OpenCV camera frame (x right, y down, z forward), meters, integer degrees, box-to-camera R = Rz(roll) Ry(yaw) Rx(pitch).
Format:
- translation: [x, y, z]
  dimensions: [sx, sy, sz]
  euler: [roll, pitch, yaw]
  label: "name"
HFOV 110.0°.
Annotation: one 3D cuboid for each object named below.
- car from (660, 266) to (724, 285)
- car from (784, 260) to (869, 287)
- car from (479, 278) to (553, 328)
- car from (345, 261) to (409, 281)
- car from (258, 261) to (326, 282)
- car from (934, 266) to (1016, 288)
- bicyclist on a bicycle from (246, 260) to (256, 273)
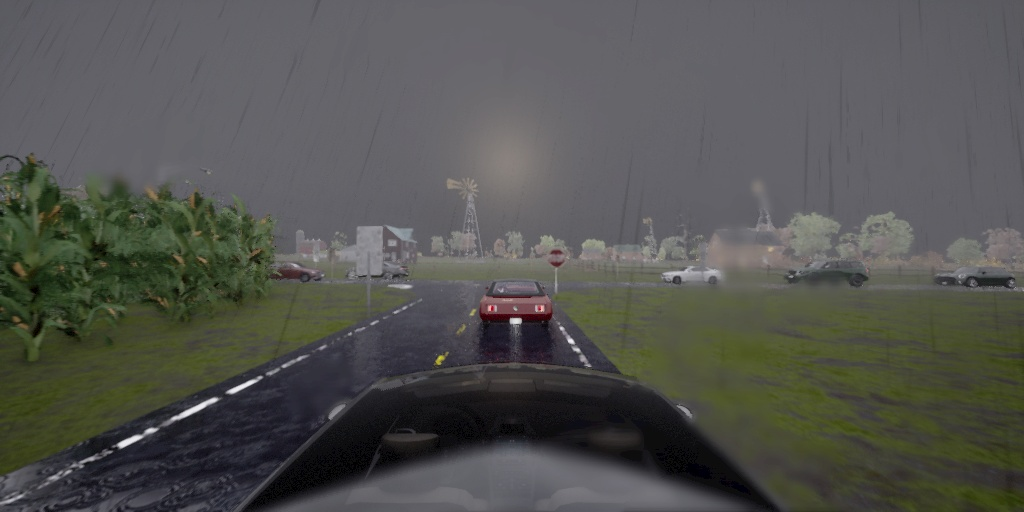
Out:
- translation: [14.203, 1.496, 28.348]
  dimensions: [4.674, 1.442, 1.812]
  euler: [1, -1, 0]
  label: "car"
- translation: [24.867, 1.325, 28.409]
  dimensions: [5.566, 2.045, 2.150]
  euler: [1, -1, -1]
  label: "car"
- translation: [0.101, 1.352, 11.274]
  dimensions: [1.895, 1.301, 4.718]
  euler: [0, 0, 0]
  label: "car"
- translation: [-10.511, 1.150, 27.963]
  dimensions: [4.902, 1.511, 2.128]
  euler: [1, -1, 8]
  label: "car"
- translation: [-15.661, 1.075, 25.258]
  dimensions: [4.674, 1.442, 1.812]
  euler: [1, -1, 0]
  label: "car"
- translation: [36.595, 1.600, 28.444]
  dimensions: [4.553, 1.767, 2.097]
  euler: [1, -1, 0]
  label: "car"
- translation: [-22.690, 0.990, 31.193]
  dimensions: [0.582, 1.620, 1.656]
  euler: [1, 0, 0]
  label: "bicyclist on a bicycle"
